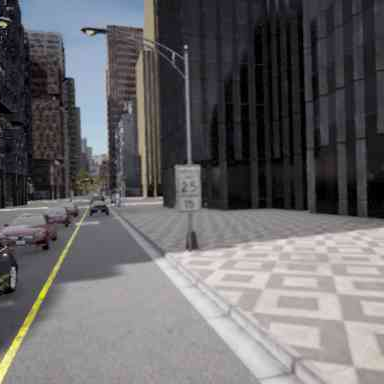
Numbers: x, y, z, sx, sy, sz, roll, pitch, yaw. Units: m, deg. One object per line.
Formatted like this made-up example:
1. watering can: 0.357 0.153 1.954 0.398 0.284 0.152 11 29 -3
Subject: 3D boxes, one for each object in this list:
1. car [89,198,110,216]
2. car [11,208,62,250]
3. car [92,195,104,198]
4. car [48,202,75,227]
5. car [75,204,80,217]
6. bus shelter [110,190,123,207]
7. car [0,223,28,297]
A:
1. car: -9.923 1.714 35.622 1.837 1.490 4.892 -2 1 -16
2. car: -7.261 1.711 15.107 1.812 1.442 4.674 -2 0 -16
3. car: -13.339 1.501 47.297 2.150 2.045 5.566 -2 1 -16
4. car: -10.035 1.770 24.731 1.812 1.442 4.674 -2 0 -16
5. car: -12.839 1.827 34.574 1.812 1.442 4.674 -2 0 -15
6. bus shelter: -12.974 1.107 57.211 1.920 2.740 3.880 -2 0 -16
7. car: -4.683 1.634 6.213 1.837 1.490 4.892 -2 0 -15
